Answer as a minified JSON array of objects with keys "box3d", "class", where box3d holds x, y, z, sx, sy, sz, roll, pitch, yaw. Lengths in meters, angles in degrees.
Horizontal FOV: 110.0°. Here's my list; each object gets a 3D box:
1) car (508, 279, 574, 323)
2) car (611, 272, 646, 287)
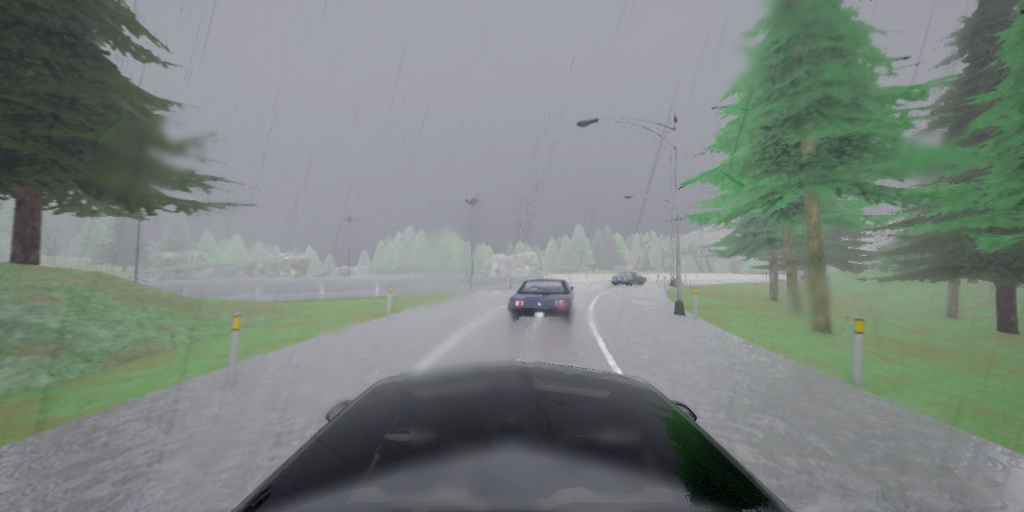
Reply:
[{"box3d":[1.203,1.435,12.518,1.895,1.301,4.718,0,-1,10],"class":"car"},{"box3d":[11.665,2.276,35.708,2.033,1.411,5.357,-3,-3,39],"class":"car"}]
